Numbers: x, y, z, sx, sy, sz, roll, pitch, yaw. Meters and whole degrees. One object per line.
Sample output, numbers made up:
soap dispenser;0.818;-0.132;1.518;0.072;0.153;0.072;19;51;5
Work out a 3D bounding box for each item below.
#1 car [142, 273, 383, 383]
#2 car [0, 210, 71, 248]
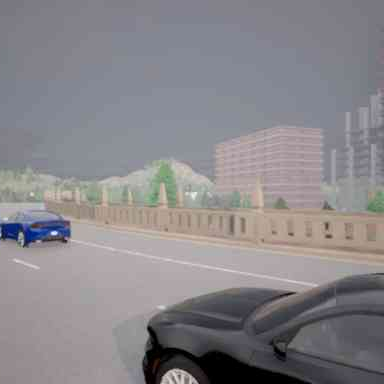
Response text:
car;1.764;1.495;2.867;5.008;1.535;1.882;0;0;36
car;-7.423;1.559;15.496;1.882;1.535;5.008;0;0;-45
